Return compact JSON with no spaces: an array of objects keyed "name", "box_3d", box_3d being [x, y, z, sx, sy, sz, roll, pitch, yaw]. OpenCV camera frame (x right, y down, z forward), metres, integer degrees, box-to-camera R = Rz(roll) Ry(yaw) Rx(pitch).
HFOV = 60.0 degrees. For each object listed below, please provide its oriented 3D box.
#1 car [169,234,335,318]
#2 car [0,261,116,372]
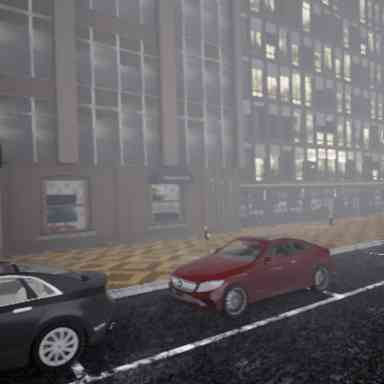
[{"name":"car","box_3d":[1.493,1.635,7.465,4.206,1.307,1.802,-1,-1,-34]},{"name":"car","box_3d":[-3.210,1.681,4.274,4.403,1.369,2.008,-1,-1,-34]}]
